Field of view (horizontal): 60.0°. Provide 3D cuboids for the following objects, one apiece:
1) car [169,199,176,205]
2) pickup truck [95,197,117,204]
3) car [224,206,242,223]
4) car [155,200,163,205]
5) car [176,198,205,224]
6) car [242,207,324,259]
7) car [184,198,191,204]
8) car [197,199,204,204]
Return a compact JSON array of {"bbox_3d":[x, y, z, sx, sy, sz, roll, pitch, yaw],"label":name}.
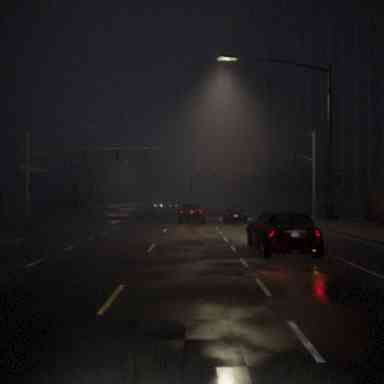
[{"bbox_3d":[-4.648,2.443,82.067,1.812,1.442,4.674,0,-1,-1],"label":"car"},{"bbox_3d":[-21.297,1.996,83.674,2.390,2.098,6.274,0,-1,30],"label":"pickup truck"},{"bbox_3d":[3.762,1.884,28.459,1.994,1.385,4.181,0,-1,8],"label":"car"},{"bbox_3d":[-8.147,2.513,81.981,1.895,1.301,4.718,0,-1,-1],"label":"car"},{"bbox_3d":[-0.061,1.670,28.410,2.097,1.767,4.553,0,-1,-1],"label":"car"},{"bbox_3d":[3.523,1.502,13.390,2.097,1.767,4.553,0,-1,1],"label":"car"},{"bbox_3d":[-1.260,2.468,89.095,1.882,1.535,5.008,0,-1,-1],"label":"car"},{"bbox_3d":[2.239,2.517,89.179,1.812,1.442,4.674,0,-1,-1],"label":"car"}]
